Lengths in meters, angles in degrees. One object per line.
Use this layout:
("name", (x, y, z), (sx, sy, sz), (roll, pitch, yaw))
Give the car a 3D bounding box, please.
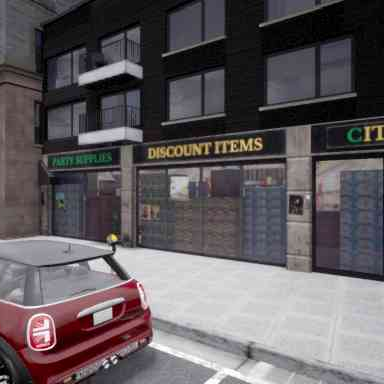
("car", (-2.594, 1.440, 4.925), (4.097, 1.590, 1.967), (0, 0, 35))
